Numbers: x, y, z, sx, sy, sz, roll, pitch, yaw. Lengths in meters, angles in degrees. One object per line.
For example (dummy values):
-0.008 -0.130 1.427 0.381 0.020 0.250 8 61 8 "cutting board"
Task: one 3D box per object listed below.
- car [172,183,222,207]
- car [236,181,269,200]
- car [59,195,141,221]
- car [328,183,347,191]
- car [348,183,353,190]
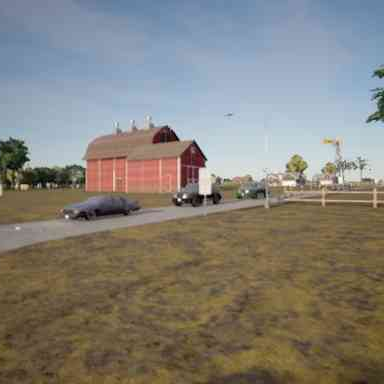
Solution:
0.572 0.199 29.911 2.150 2.045 5.566 0 2 36 "car"
7.249 -0.218 39.296 2.150 2.045 5.566 0 2 35 "car"
-5.635 0.922 21.182 2.033 1.411 5.357 0 2 35 "car"
26.810 -0.875 61.773 2.033 1.411 5.357 0 2 35 "car"
32.835 -1.229 70.418 1.837 1.490 4.892 0 2 35 "car"
